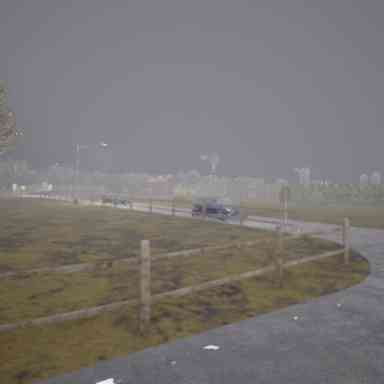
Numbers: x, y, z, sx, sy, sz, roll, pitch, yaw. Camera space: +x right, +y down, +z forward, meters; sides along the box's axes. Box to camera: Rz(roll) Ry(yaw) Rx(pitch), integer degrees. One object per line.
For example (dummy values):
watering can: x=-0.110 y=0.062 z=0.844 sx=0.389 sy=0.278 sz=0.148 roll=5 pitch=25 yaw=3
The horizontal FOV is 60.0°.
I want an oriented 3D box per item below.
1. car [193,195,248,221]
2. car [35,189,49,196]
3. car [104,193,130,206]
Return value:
car: x=2.024 y=1.077 z=24.475 sx=2.097 sy=1.767 sz=4.553 roll=1 pitch=0 yaw=-36
car: x=-38.273 y=0.069 z=85.601 sx=2.097 sy=1.767 sz=4.553 roll=1 pitch=0 yaw=-33
car: x=-8.992 y=0.871 z=39.925 sx=1.837 sy=1.490 sz=4.892 roll=1 pitch=0 yaw=-35
